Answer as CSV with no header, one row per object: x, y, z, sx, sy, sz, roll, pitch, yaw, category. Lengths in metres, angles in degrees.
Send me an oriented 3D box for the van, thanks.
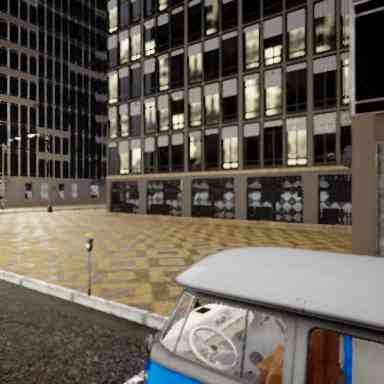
1.488,1.341,1.817,3.998,1.788,1.690,0,0,36,van
